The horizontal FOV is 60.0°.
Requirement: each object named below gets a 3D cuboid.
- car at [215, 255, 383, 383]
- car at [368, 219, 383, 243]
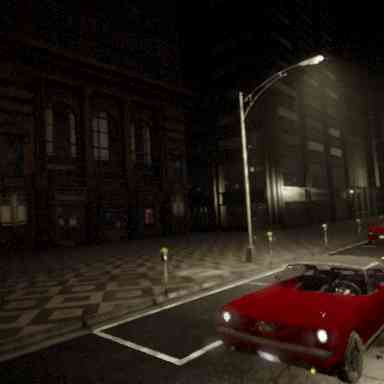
[{"bbox_3d":[2.500,1.919,6.087,1.895,1.301,4.718,-7,-5,42],"label":"car"},{"bbox_3d":[12.098,2.289,20.223,1.887,1.381,4.507,-7,-5,43],"label":"car"}]
